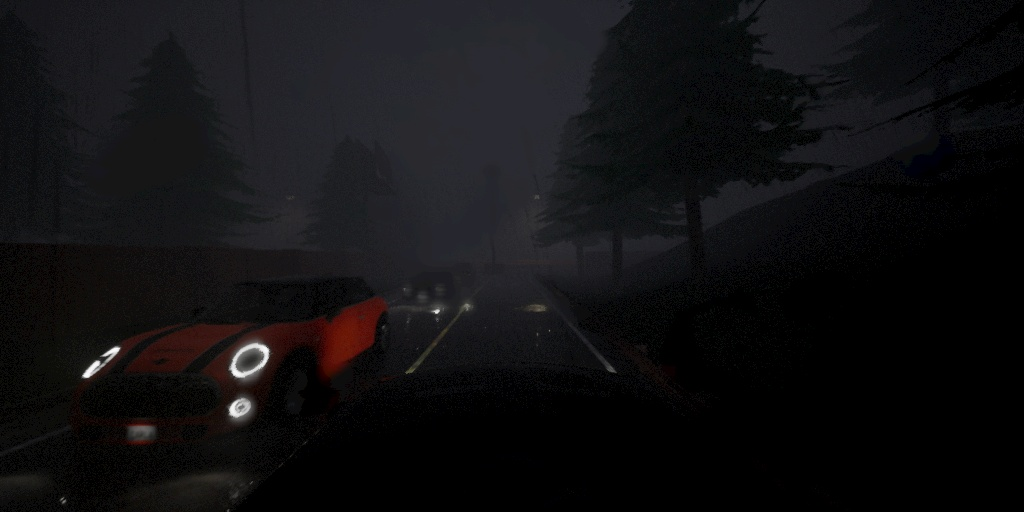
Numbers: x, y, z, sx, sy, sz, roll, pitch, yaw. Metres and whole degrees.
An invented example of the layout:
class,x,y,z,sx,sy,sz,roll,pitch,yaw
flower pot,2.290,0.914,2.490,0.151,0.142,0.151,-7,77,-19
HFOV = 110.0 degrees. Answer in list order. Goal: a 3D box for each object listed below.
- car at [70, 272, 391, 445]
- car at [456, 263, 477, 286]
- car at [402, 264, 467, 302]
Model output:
class,x,y,z,sx,sy,sz,roll,pitch,yaw
car,-3.614,1.128,5.725,2.097,1.767,4.553,0,0,0
car,-3.667,1.260,26.324,1.882,1.535,5.008,0,0,0
car,-3.682,1.324,17.390,2.033,1.411,5.357,0,0,0
